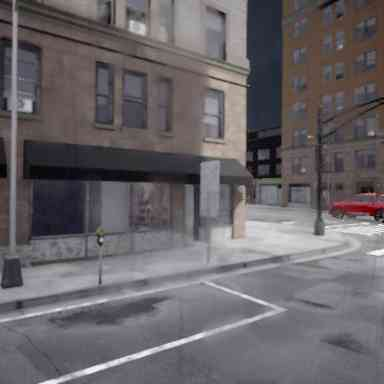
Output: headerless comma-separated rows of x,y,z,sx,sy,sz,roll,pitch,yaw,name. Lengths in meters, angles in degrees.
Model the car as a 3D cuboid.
13.258,1.137,25.181,2.150,2.045,5.566,1,0,-34,car
